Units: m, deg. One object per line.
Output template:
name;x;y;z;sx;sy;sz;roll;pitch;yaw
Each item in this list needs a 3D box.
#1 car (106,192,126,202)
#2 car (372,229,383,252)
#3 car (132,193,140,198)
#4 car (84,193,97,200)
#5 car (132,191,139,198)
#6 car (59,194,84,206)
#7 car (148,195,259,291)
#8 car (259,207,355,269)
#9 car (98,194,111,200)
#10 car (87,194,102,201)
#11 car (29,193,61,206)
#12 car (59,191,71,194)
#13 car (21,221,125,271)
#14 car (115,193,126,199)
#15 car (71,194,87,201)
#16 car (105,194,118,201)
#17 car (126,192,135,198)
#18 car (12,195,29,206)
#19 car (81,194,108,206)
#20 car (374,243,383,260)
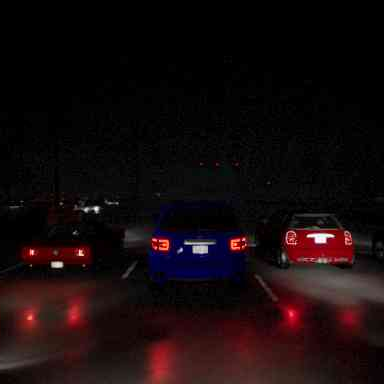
car;-14.630;1.049;63.989;2.097;1.767;4.553;0;0;0
car;7.030;1.478;9.356;2.128;1.511;4.902;0;0;0
car;-15.926;1.056;94.131;2.033;1.411;5.357;0;0;-7
car;-25.331;1.080;83.429;1.837;1.490;4.892;0;0;-1
car;-14.830;0.806;83.312;2.150;2.045;5.566;0;0;-1
car;-18.039;1.343;50.231;1.994;1.385;4.181;0;0;0
car;0.054;1.208;9.160;2.150;2.045;5.566;0;0;-2
car;3.519;1.335;11.257;2.097;1.767;4.553;0;0;0
car;-21.829;1.134;83.112;1.994;1.385;4.181;0;0;-1
car;-21.696;1.160;74.176;1.812;1.442;4.674;0;0;-1
car;-21.527;1.265;48.893;1.882;1.535;5.008;0;0;-1
car;-25.097;0.914;64.668;2.150;2.045;5.566;0;0;-1
car;-3.475;1.585;10.801;1.895;1.301;4.718;0;0;0
car;-18.390;1.108;85.473;2.033;1.411;5.357;0;0;-3
car;-25.196;1.231;74.184;1.895;1.301;4.718;0;0;-1
car;-18.213;1.221;75.834;1.895;1.301;4.718;0;0;-1
car;-14.688;1.180;73.444;2.033;1.411;5.357;0;0;-1
car;-25.034;1.288;49.858;1.837;1.490;4.892;0;0;0
car;-14.539;1.382;49.924;1.895;1.301;4.718;0;0;-1
car;3.597;1.490;2.113;2.128;1.511;4.902;0;0;0
